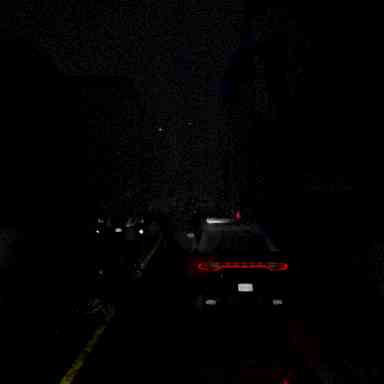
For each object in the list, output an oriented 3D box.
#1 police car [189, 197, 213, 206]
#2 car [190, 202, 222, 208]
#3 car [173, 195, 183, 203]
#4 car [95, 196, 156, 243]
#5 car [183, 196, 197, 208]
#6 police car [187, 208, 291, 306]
[{"bbox_3d":[0.952,1.422,24.262,1.930,1.638,5.238,0,0,0],"label":"police car"},{"bbox_3d":[0.939,1.503,18.152,1.837,1.490,4.892,0,0,0],"label":"car"},{"bbox_3d":[-2.846,1.488,71.406,1.837,1.490,4.892,0,0,0],"label":"car"},{"bbox_3d":[-3.052,1.220,16.492,2.150,2.045,5.566,0,0,0],"label":"car"},{"bbox_3d":[0.140,1.345,47.927,2.097,1.767,4.553,0,0,1],"label":"car"},{"bbox_3d":[0.917,1.425,8.262,1.930,1.638,5.238,0,0,0],"label":"police car"}]
